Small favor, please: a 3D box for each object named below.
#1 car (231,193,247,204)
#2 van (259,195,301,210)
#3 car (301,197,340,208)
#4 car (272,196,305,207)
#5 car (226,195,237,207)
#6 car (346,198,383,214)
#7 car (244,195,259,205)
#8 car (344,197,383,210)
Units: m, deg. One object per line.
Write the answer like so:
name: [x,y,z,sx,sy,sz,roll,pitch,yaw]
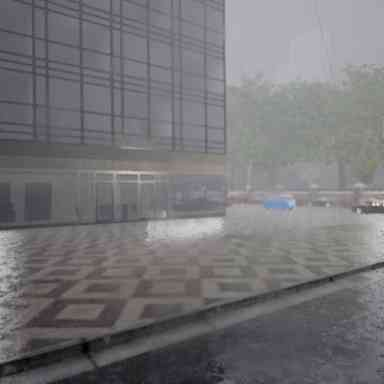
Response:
car: [7.620,1.129,57.211,2.192,1.841,5.009,-1,1,-35]
van: [10.194,1.230,38.740,1.690,1.788,3.998,-1,1,-35]
car: [17.163,1.314,43.656,2.008,1.369,4.403,-1,1,-35]
car: [13.982,1.351,48.174,1.947,1.339,4.313,-1,1,-35]
car: [3.837,1.472,47.779,1.887,1.381,4.507,-1,1,-35]
car: [16.556,1.382,29.704,2.008,1.369,4.403,-1,0,-35]
car: [10.803,1.384,52.695,1.802,1.307,4.206,-1,1,-35]
car: [20.343,1.319,39.138,1.802,1.307,4.206,-1,1,-35]
